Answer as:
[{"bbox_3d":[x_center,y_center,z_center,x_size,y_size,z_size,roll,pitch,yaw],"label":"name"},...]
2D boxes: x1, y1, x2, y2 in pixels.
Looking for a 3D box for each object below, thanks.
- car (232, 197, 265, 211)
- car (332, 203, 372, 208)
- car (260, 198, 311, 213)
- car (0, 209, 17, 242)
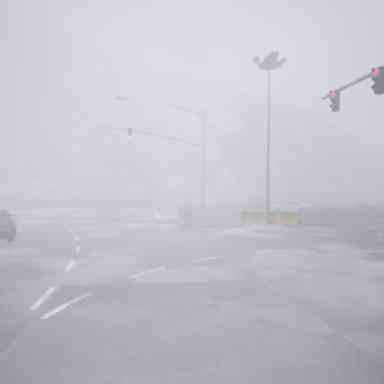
[{"bbox_3d":[7.210,1.382,40.455,4.553,1.767,2.097,1,0,-8],"label":"car"},{"bbox_3d":[15.088,1.729,31.058,4.718,1.301,1.895,1,0,-9],"label":"car"},{"bbox_3d":[9.747,1.591,33.772,4.674,1.442,1.812,1,0,-9],"label":"car"},{"bbox_3d":[-9.167,1.445,15.242,1.994,1.385,4.181,1,0,-27],"label":"car"}]
